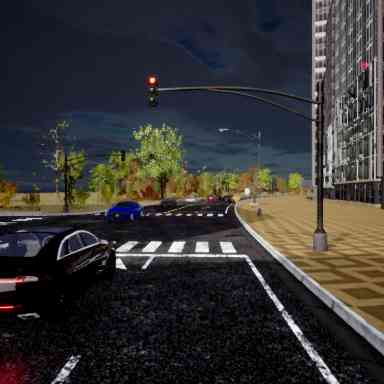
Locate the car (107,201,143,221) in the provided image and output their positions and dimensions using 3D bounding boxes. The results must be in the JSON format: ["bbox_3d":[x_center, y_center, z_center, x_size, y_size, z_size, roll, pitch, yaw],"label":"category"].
[{"bbox_3d":[-5.359,1.476,27.208,1.882,1.535,5.008,0,0,5],"label":"car"}]

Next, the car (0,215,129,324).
[{"bbox_3d":[-2.993,1.491,7.121,2.128,1.511,4.902,0,0,1],"label":"car"}]

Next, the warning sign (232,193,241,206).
[{"bbox_3d":[6.460,1.122,48.222,1.300,1.860,1.060,0,0,8],"label":"warning sign"}]

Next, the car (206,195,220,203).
[{"bbox_3d":[4.370,1.366,71.171,2.097,1.767,4.553,0,0,12],"label":"car"}]

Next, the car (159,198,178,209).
[{"bbox_3d":[-3.234,1.549,46.831,2.033,1.411,5.357,0,0,8],"label":"car"}]

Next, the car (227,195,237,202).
[{"bbox_3d":[9.621,1.498,80.376,1.882,1.535,5.008,0,0,14],"label":"car"}]

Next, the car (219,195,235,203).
[{"bbox_3d":[7.488,1.493,70.118,1.882,1.535,5.008,0,0,12],"label":"car"}]

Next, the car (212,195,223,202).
[{"bbox_3d":[6.327,1.495,80.564,1.882,1.535,5.008,0,0,14],"label":"car"}]

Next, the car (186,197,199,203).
[{"bbox_3d":[0.064,1.609,66.746,1.895,1.301,4.718,0,0,11],"label":"car"}]
